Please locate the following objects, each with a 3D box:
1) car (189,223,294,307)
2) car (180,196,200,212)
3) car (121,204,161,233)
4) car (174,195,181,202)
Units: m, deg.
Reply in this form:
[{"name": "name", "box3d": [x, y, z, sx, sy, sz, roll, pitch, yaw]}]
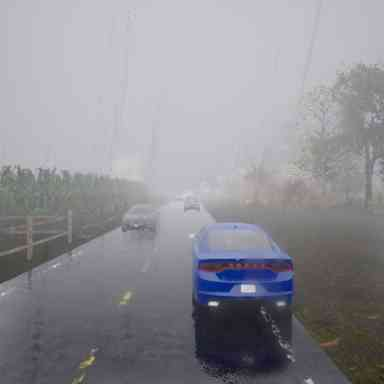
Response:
[{"name": "car", "box3d": [0.945, 1.478, 8.083, 1.882, 1.535, 5.008, 0, 0, 0]}, {"name": "car", "box3d": [0.004, 1.532, 39.276, 2.033, 1.411, 5.357, 0, 0, 0]}, {"name": "car", "box3d": [-2.893, 1.502, 19.697, 1.837, 1.490, 4.892, 0, 0, 0]}, {"name": "car", "box3d": [-2.918, 1.406, 72.321, 1.882, 1.535, 5.008, 0, 0, 0]}]
